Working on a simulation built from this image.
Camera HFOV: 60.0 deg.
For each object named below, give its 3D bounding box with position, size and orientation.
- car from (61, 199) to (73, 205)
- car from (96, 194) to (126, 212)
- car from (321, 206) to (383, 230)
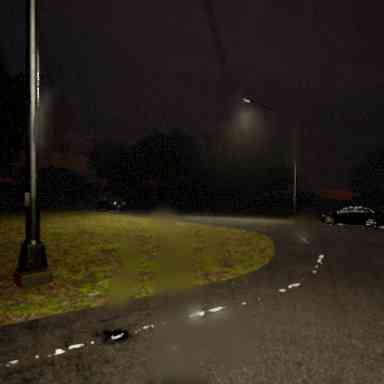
[{"bbox_3d":[-31.480,2.552,83.844,2.033,1.411,5.357,4,-3,-35],"label":"car"},{"bbox_3d":[-10.022,1.305,40.792,2.150,2.045,5.566,4,-3,-35],"label":"car"},{"bbox_3d":[11.186,1.689,22.508,2.128,1.511,4.902,4,-3,-35],"label":"car"}]
